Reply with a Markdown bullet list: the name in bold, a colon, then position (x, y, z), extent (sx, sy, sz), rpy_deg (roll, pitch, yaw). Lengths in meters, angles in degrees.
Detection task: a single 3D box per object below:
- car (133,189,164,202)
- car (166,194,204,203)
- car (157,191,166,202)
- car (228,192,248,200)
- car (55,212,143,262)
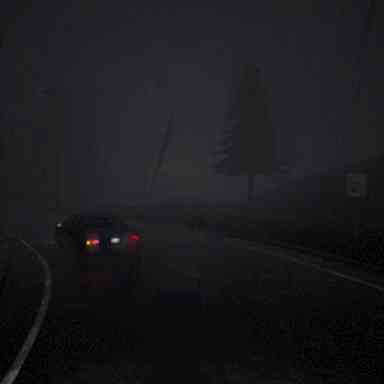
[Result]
- **car**: position (-6.804, 0.586, 53.836), extent (5.566, 2.045, 2.150), rpy_deg (-1, 1, -37)
- **car**: position (-0.666, 0.942, 49.711), extent (5.357, 1.411, 2.033), rpy_deg (-1, 1, -37)
- **car**: position (-2.805, 0.932, 52.473), extent (4.181, 1.385, 1.994), rpy_deg (-1, 1, -37)
- **car**: position (9.308, 0.780, 61.558), extent (4.181, 1.385, 1.994), rpy_deg (-1, 1, -37)
- **car**: position (-3.482, 1.415, 11.684), extent (2.033, 1.411, 5.357), rpy_deg (-1, 1, -31)
